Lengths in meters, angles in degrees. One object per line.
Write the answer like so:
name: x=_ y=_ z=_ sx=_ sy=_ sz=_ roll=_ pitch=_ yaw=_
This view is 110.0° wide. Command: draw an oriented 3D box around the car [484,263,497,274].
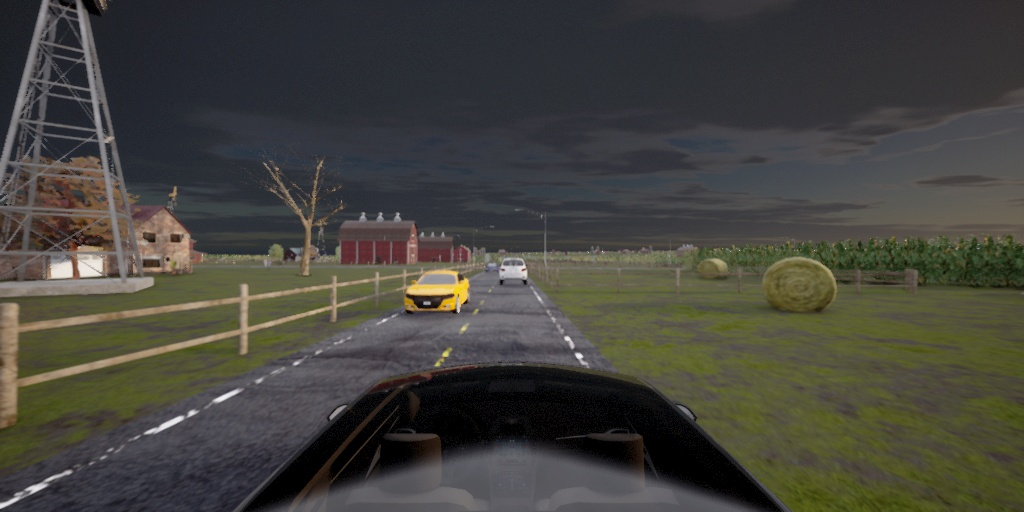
car: x=-2.828 y=1.723 z=51.358 sx=1.812 sy=1.442 sz=4.674 roll=0 pitch=-1 yaw=0

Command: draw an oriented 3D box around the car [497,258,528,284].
car: x=0.102 y=1.218 z=29.655 sx=2.150 sy=2.045 sz=5.566 roll=0 pitch=0 yaw=0

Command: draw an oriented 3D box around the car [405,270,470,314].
car: x=-2.846 y=1.339 z=14.515 sx=1.882 sy=1.535 sz=5.008 roll=0 pitch=-1 yaw=0
